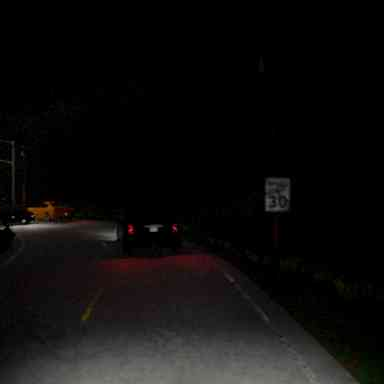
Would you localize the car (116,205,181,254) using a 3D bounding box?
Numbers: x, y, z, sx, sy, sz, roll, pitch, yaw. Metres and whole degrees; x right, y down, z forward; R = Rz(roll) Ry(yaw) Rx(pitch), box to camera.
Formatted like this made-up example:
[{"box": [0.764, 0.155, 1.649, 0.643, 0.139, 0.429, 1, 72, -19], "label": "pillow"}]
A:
[{"box": [-1.953, 1.353, 13.791, 2.097, 1.767, 4.553, 0, 0, -16], "label": "car"}]

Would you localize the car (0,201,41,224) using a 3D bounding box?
[{"box": [-13.566, 1.576, 24.048, 5.357, 1.411, 2.033, 0, 0, 34], "label": "car"}]

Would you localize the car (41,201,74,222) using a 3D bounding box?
[{"box": [-11.413, 1.500, 26.590, 5.008, 1.535, 1.882, 0, 0, 39], "label": "car"}]

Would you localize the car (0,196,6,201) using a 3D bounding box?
[{"box": [-38.561, 1.497, 65.358, 4.718, 1.301, 1.895, 0, 0, 37], "label": "car"}]
